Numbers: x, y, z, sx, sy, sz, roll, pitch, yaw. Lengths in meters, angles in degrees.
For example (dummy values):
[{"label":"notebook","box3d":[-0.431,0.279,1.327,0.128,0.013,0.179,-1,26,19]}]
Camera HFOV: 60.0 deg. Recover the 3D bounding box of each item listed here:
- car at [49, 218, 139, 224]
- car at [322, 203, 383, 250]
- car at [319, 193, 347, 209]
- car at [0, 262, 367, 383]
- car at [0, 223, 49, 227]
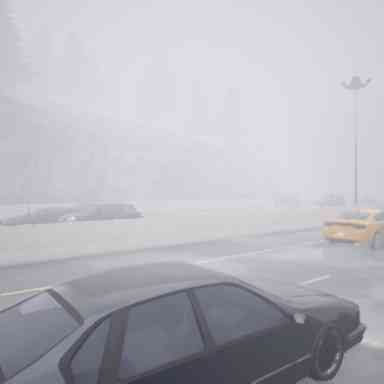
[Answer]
[{"label":"car","box3d":[-4.916,1.379,17.973,4.553,1.767,2.097,0,0,-38]},{"label":"car","box3d":[7.582,1.466,14.344,5.008,1.535,1.882,0,0,-40]},{"label":"car","box3d":[20.115,1.195,47.158,2.150,2.045,5.566,0,0,40]},{"label":"car","box3d":[-0.233,1.552,3.662,5.357,1.411,2.033,0,0,-36]},{"label":"car","box3d":[-8.373,1.586,19.668,5.357,1.411,2.033,0,0,-37]}]
